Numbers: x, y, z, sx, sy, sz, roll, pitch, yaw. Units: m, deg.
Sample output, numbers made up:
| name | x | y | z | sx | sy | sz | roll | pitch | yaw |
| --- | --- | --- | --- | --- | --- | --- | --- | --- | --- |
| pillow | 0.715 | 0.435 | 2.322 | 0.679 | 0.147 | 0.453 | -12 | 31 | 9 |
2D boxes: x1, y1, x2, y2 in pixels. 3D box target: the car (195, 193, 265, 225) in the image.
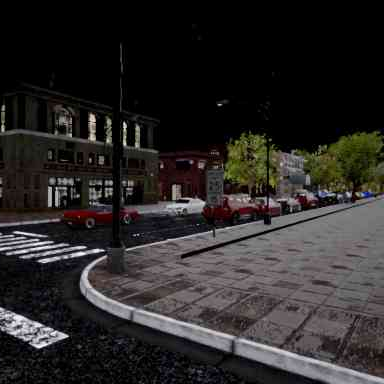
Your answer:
| name | x | y | z | sx | sy | sz | roll | pitch | yaw |
| --- | --- | --- | --- | --- | --- | --- | --- | --- | --- |
| car | 2.669 | 1.093 | 22.164 | 2.192 | 1.841 | 5.009 | 1 | 1 | 34 |

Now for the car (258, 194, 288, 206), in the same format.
| name | x | y | z | sx | sy | sz | roll | pitch | yaw |
| --- | --- | --- | --- | --- | --- | --- | --- | --- | --- |
| car | 10.766 | 1.000 | 44.117 | 2.033 | 1.411 | 5.357 | 1 | 1 | 35 |

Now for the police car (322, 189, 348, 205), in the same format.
| name | x | y | z | sx | sy | sz | roll | pitch | yaw |
| --- | --- | --- | --- | --- | --- | --- | --- | --- | --- |
| police car | 19.838 | 0.847 | 46.376 | 1.930 | 1.638 | 5.238 | 1 | 1 | 35 |

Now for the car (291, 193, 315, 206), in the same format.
| name | x | y | z | sx | sy | sz | roll | pitch | yaw |
| --- | --- | --- | --- | --- | --- | --- | --- | --- | --- |
| car | 14.988 | 0.970 | 44.754 | 1.812 | 1.442 | 4.674 | 1 | 1 | 35 |

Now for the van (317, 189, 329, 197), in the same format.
| name | x | y | z | sx | sy | sz | roll | pitch | yaw |
| --- | --- | --- | --- | --- | --- | --- | --- | --- | --- |
| van | 30.298 | 0.297 | 77.142 | 1.690 | 1.788 | 3.998 | 1 | 2 | 34 |

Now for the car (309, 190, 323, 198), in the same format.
| name | x | y | z | sx | sy | sz | roll | pitch | yaw |
| --- | --- | --- | --- | --- | --- | --- | --- | --- | --- |
| car | 27.157 | 0.465 | 72.578 | 1.967 | 1.590 | 4.097 | 1 | 2 | 34 |

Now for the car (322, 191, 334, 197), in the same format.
| name | x | y | z | sx | sy | sz | roll | pitch | yaw |
| --- | --- | --- | --- | --- | --- | --- | --- | --- | --- |
| car | 33.436 | 0.437 | 81.715 | 2.008 | 1.369 | 4.403 | 1 | 2 | 34 |

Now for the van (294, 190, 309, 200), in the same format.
| name | x | y | z | sx | sy | sz | roll | pitch | yaw |
| --- | --- | --- | --- | --- | --- | --- | --- | --- | --- |
| van | 20.877 | 0.504 | 63.440 | 1.690 | 1.788 | 3.998 | 1 | 2 | 34 |

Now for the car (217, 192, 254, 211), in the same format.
| name | x | y | z | sx | sy | sz | roll | pitch | yaw |
| --- | --- | --- | --- | --- | --- | --- | --- | --- | --- |
| car | 4.729 | 0.933 | 35.389 | 2.097 | 1.767 | 4.553 | 1 | 1 | 35 |

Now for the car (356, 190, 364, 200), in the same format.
| name | x | y | z | sx | sy | sz | roll | pitch | yaw |
| --- | --- | --- | --- | --- | --- | --- | --- | --- | --- |
| car | 30.928 | 0.750 | 63.277 | 1.802 | 1.307 | 4.206 | 1 | 2 | 34 |

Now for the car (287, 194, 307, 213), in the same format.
| name | x | y | z | sx | sy | sz | roll | pitch | yaw |
| --- | --- | --- | --- | --- | --- | --- | --- | --- | --- |
| car | 8.947 | 1.195 | 31.305 | 2.008 | 1.369 | 4.403 | 1 | 2 | 34 |

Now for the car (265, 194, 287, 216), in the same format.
| name | x | y | z | sx | sy | sz | roll | pitch | yaw |
| --- | --- | --- | --- | --- | --- | --- | --- | --- | --- |
| car | 5.808 | 1.152 | 26.734 | 1.967 | 1.590 | 4.097 | 1 | 2 | 34 |

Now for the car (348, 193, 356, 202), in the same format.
| name | x | y | z | sx | sy | sz | roll | pitch | yaw |
| --- | --- | --- | --- | --- | --- | --- | --- | --- | --- |
| car | 23.707 | 0.690 | 52.040 | 2.097 | 1.767 | 4.553 | 1 | 1 | 35 |

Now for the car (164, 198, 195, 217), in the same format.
| name | x | y | z | sx | sy | sz | roll | pitch | yaw |
| --- | --- | --- | --- | --- | --- | --- | --- | --- | --- |
| car | -0.400 | 1.216 | 27.944 | 1.812 | 1.442 | 4.674 | 1 | 1 | 35 |

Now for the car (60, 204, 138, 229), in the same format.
| name | x | y | z | sx | sy | sz | roll | pitch | yaw |
| --- | --- | --- | --- | --- | --- | --- | --- | --- | --- |
| car | -5.583 | 1.401 | 20.401 | 1.895 | 1.301 | 4.718 | 1 | 1 | 34 |

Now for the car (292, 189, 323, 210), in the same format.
| name | x | y | z | sx | sy | sz | roll | pitch | yaw |
| --- | --- | --- | --- | --- | --- | --- | --- | --- | --- |
| car | 12.090 | 0.892 | 35.867 | 2.192 | 1.841 | 5.009 | 1 | 2 | 34 |

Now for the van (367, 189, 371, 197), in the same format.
| name | x | y | z | sx | sy | sz | roll | pitch | yaw |
| --- | --- | --- | --- | --- | --- | --- | --- | --- | --- |
| van | 40.351 | 0.301 | 76.974 | 1.690 | 1.788 | 3.998 | 1 | 2 | 34 |

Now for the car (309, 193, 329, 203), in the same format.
| name | x | y | z | sx | sy | sz | roll | pitch | yaw |
| --- | --- | --- | --- | --- | --- | --- | --- | --- | --- |
| car | 19.997 | 0.860 | 52.139 | 1.812 | 1.442 | 4.674 | 1 | 1 | 35 |

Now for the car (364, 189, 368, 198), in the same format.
| name | x | y | z | sx | sy | sz | roll | pitch | yaw |
| --- | --- | --- | --- | --- | --- | --- | --- | --- | --- |
| car | 34.165 | 0.622 | 67.983 | 1.752 | 1.417 | 4.829 | 1 | 2 | 34 |
